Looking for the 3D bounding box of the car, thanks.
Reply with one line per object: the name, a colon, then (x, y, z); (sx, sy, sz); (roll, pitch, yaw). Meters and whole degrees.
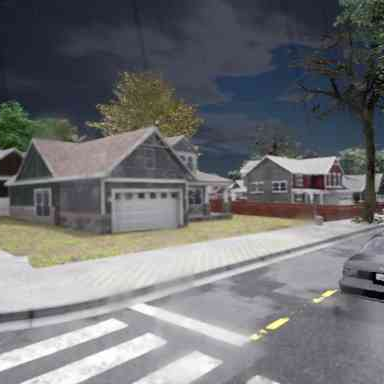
car: (5.213, 1.634, 7.943); (2.033, 1.411, 5.357); (-2, -2, 42)
